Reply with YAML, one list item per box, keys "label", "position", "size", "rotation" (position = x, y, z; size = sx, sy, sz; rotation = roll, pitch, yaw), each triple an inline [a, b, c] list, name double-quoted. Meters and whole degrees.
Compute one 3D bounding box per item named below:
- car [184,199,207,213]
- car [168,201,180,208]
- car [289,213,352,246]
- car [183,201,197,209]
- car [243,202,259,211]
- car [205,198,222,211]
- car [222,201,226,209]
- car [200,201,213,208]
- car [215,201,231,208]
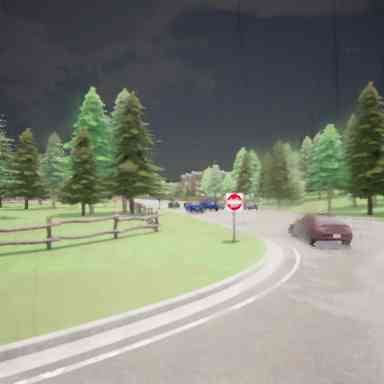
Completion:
- label: "car"
  position: [0.319, 2.267, 49.114]
  size: [1.882, 1.535, 5.008]
  rotation: [0, -1, -11]
- label: "car"
  position: [-3.758, 2.606, 69.219]
  size: [2.128, 1.511, 4.902]
  rotation: [0, -1, -11]
- label: "car"
  position: [6.385, 1.800, 16.800]
  size: [1.812, 1.442, 4.674]
  rotation: [1, -1, 1]
- label: "car"
  position: [-0.458, 2.648, 70.166]
  size: [2.128, 1.511, 4.902]
  rotation: [0, -1, -11]
- label: "car"
  position: [9.671, 2.426, 55.847]
  size: [1.812, 1.442, 4.674]
  rotation: [0, -1, -11]
- label: "car"
  position: [2.714, 2.095, 54.939]
  size: [2.150, 2.045, 5.566]
  rotation: [0, -2, -11]
- label: "car"
  position: [5.138, 2.538, 60.605]
  size: [1.994, 1.385, 4.181]
  rotation: [0, -1, -11]
- label: "car"
  position: [3.010, 2.659, 70.639]
  size: [1.812, 1.442, 4.674]
  rotation: [0, -1, -11]
- label: "car"
  position: [6.538, 2.617, 70.861]
  size: [1.882, 1.535, 5.008]
  rotation: [0, -1, -11]
